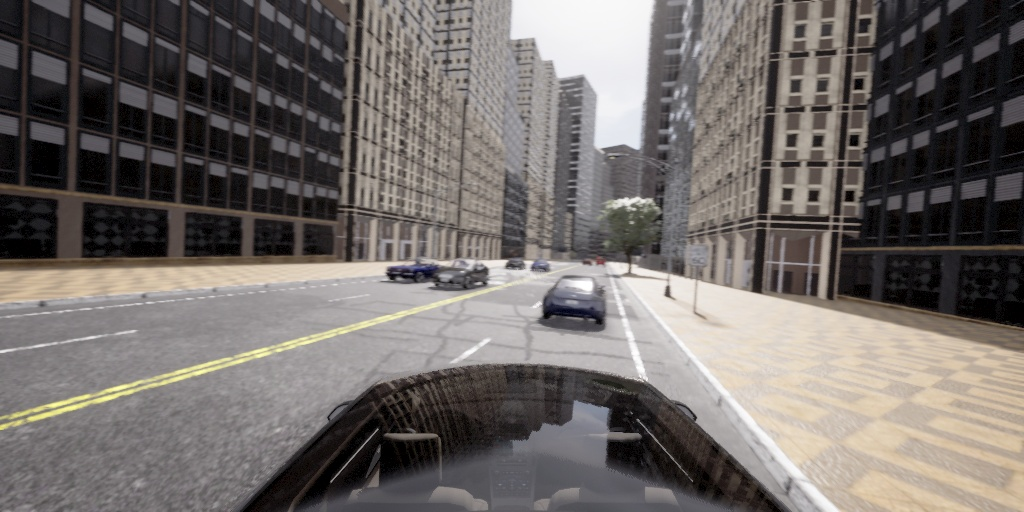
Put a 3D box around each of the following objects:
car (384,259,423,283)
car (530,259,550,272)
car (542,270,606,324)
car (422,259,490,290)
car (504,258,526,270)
[{"bbox_3d":[-5.564,0.835,21.531,1.895,1.301,4.718,4,1,15],"label":"car"},{"bbox_3d":[3.491,1.108,43.222,1.812,1.442,4.674,4,0,15],"label":"car"},{"bbox_3d":[2.298,1.371,12.656,1.994,1.385,4.181,4,1,15],"label":"car"},{"bbox_3d":[-2.649,0.922,19.817,2.128,1.511,4.902,4,1,15],"label":"car"},{"bbox_3d":[0.471,0.949,44.493,1.994,1.385,4.181,4,0,15],"label":"car"}]
